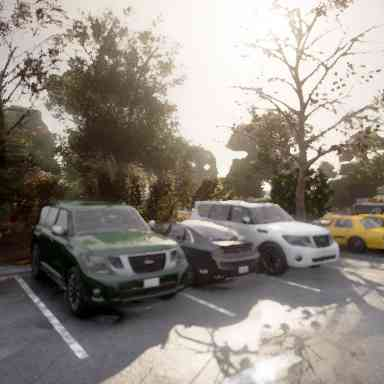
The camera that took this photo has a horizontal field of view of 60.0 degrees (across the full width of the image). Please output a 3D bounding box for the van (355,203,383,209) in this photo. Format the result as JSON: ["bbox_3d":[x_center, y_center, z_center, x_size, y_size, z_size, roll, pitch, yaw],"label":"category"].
[{"bbox_3d":[11.115,1.611,17.900,1.878,1.987,4.442,2,-1,-36],"label":"van"}]

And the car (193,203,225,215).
[{"bbox_3d":[2.329,2.340,46.233,1.895,1.301,4.718,0,1,-36],"label":"car"}]

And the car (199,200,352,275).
[{"bbox_3d":[2.042,1.340,11.382,2.435,2.045,5.566,1,-1,-36],"label":"car"}]

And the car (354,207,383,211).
[{"bbox_3d":[8.677,1.762,16.493,1.946,1.575,5.366,2,-1,-36],"label":"car"}]

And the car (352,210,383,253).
[{"bbox_3d":[6.528,1.701,14.924,1.946,1.575,5.366,1,-1,-36],"label":"car"}]

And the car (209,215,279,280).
[{"bbox_3d":[-0.221,1.553,9.740,2.231,1.521,4.892,1,-1,-36],"label":"car"}]

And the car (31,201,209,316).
[{"bbox_3d":[-2.353,1.266,8.140,2.435,2.045,5.566,1,-1,-36],"label":"car"}]
